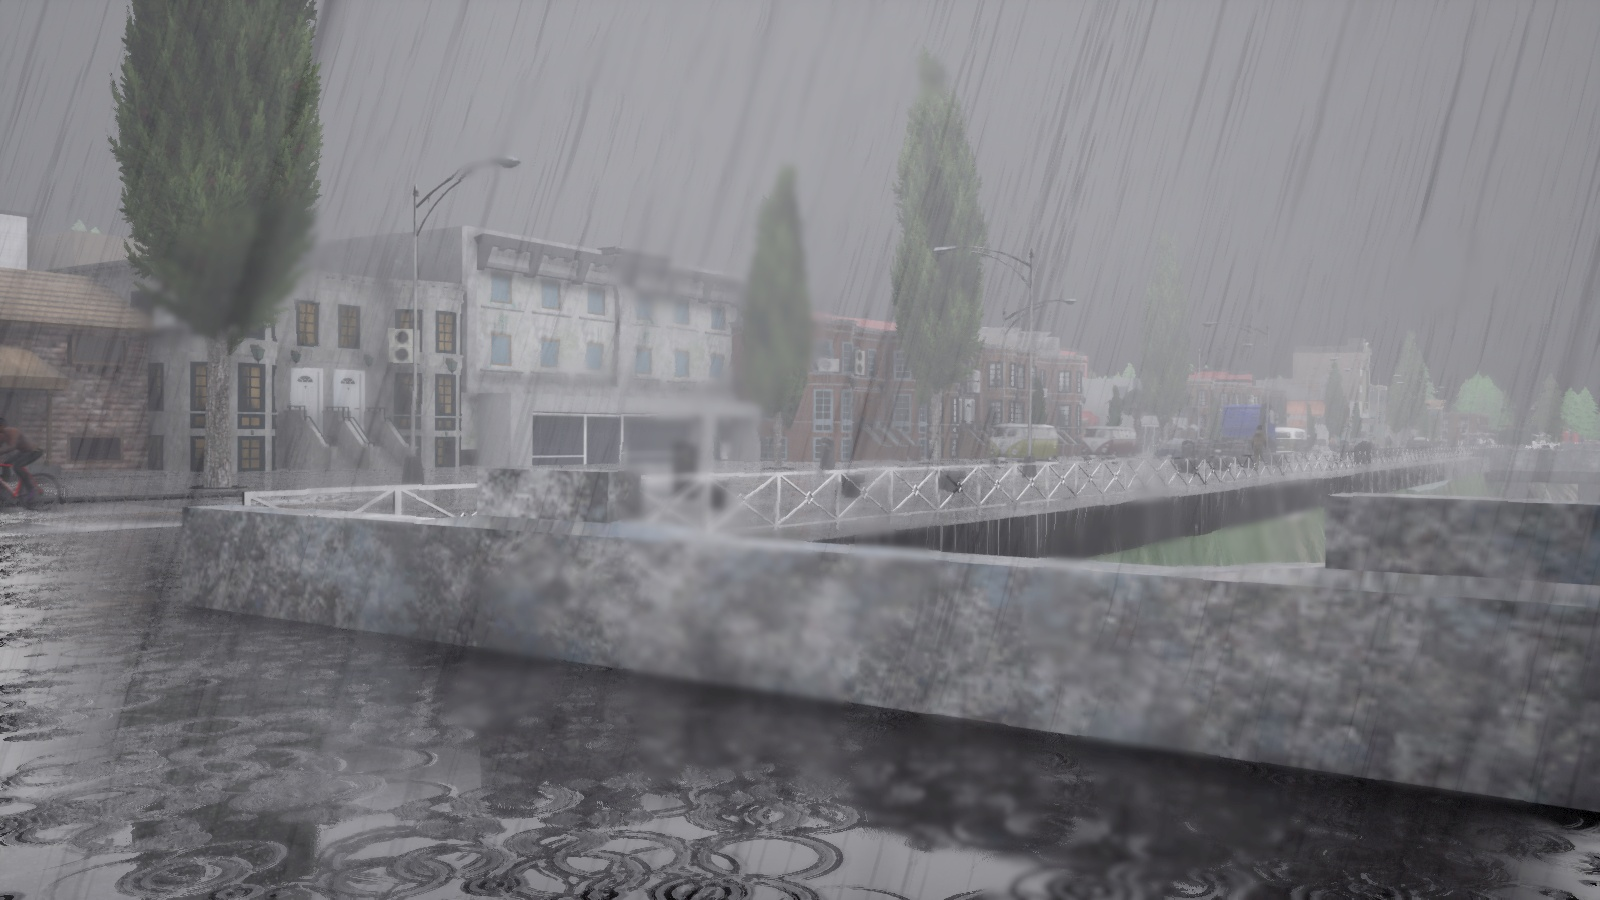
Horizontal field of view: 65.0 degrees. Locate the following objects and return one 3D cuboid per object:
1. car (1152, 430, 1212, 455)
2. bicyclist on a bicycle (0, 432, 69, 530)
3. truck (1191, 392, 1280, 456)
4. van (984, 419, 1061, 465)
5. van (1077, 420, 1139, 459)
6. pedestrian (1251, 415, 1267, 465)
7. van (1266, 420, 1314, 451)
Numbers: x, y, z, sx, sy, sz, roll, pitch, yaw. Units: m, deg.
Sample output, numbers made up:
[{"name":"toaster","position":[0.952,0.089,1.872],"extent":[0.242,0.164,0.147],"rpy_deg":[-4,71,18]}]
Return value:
[{"name":"car","position":[23.340,-0.478,76.570],"extent":[2.033,1.411,5.357],"rpy_deg":[0,1,34]},{"name":"bicyclist on a bicycle","position":[-13.384,0.516,21.215],"extent":[0.582,1.620,1.656],"rpy_deg":[0,1,34]},{"name":"truck","position":[25.035,-1.459,71.890],"extent":[2.891,3.462,7.936],"rpy_deg":[0,1,34]},{"name":"van","position":[10.045,-0.379,56.529],"extent":[1.775,1.987,4.442],"rpy_deg":[0,1,34]},{"name":"van","position":[16.149,-0.559,65.730],"extent":[1.775,1.987,4.442],"rpy_deg":[0,1,34]},{"name":"pedestrian","position":[17.816,-0.385,48.727],"extent":[0.396,1.930,0.692],"rpy_deg":[0,1,37]},{"name":"van","position":[32.458,-0.973,83.080],"extent":[2.069,2.038,4.480],"rpy_deg":[0,1,34]}]
